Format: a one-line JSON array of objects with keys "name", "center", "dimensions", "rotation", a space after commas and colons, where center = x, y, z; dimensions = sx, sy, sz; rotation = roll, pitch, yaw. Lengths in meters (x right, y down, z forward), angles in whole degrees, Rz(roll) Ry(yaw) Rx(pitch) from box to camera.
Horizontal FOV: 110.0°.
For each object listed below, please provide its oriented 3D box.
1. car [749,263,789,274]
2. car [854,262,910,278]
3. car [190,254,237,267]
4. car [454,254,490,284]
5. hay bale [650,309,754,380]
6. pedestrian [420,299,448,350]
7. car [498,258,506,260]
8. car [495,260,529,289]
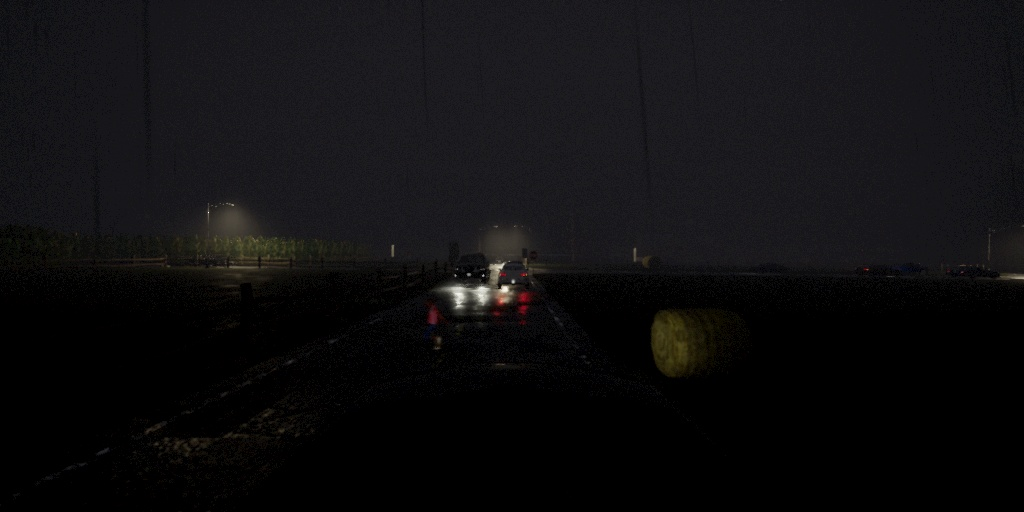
[{"name": "car", "center": [32.671, 1.562, 45.651], "dimensions": [4.181, 1.385, 1.994], "rotation": [1, 1, 1]}, {"name": "car", "center": [43.515, 1.750, 42.571], "dimensions": [4.674, 1.442, 1.812], "rotation": [1, 1, 2]}, {"name": "car", "center": [-36.621, 0.561, 44.023], "dimensions": [4.892, 1.490, 1.837], "rotation": [1, 1, 1]}, {"name": "car", "center": [-2.779, 0.851, 26.078], "dimensions": [2.150, 2.045, 5.566], "rotation": [0, 0, 1]}, {"name": "hay bale", "center": [3.131, 1.383, 6.093], "dimensions": [1.220, 1.180, 1.240], "rotation": [0, 0, 0]}, {"name": "pedestrian", "center": [-1.629, 1.014, 7.451], "dimensions": [0.375, 1.860, 0.375], "rotation": [-1, 1, 3]}, {"name": "car", "center": [0.225, 1.144, 32.081], "dimensions": [2.033, 1.411, 5.357], "rotation": [0, 0, 4]}, {"name": "car", "center": [0.094, 1.172, 22.222], "dimensions": [1.812, 1.442, 4.674], "rotation": [0, 0, 1]}]
